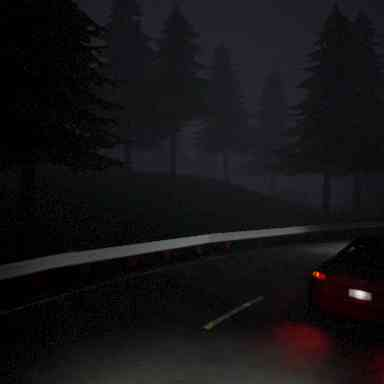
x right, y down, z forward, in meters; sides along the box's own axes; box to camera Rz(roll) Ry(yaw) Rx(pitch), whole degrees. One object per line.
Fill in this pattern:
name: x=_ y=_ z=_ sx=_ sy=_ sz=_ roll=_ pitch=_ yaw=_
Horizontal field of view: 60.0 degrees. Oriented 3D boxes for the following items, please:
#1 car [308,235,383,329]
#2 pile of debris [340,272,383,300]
car: x=4.008 y=1.561 z=6.621 sx=1.994 sy=1.385 sz=4.181 roll=1 pitch=1 yaw=44
pile of debris: x=4.580 y=2.178 z=7.627 sx=1.860 sy=0.140 sz=1.500 roll=0 pitch=0 yaw=-39
